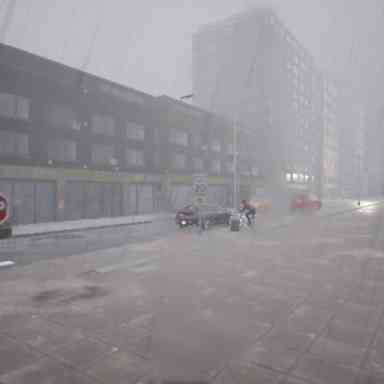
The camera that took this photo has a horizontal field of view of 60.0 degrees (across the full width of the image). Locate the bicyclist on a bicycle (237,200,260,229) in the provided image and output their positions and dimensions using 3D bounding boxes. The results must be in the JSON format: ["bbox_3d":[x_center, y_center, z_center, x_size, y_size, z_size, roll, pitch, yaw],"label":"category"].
[{"bbox_3d":[3.063,1.270,18.688,1.656,1.620,0.582,0,0,35],"label":"bicyclist on a bicycle"}]

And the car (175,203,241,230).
[{"bbox_3d":[0.940,1.464,20.723,1.837,1.490,4.892,0,0,35],"label":"car"}]

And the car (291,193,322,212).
[{"bbox_3d":[12.987,1.146,37.661,2.150,2.045,5.566,0,0,35],"label":"car"}]

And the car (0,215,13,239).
[{"bbox_3d":[-9.258,1.198,11.470,2.150,2.045,5.566,0,0,35],"label":"car"}]

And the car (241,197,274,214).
[{"bbox_3d":[6.596,1.279,33.750,2.097,1.767,4.553,0,0,36],"label":"car"}]
